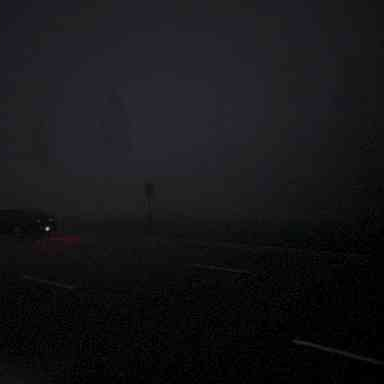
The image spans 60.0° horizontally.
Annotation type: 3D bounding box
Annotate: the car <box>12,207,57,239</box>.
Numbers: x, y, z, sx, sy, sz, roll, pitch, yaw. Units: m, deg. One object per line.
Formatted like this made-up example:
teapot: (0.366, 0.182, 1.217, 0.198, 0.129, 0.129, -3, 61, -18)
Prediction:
car: (-9.375, 1.573, 17.567, 4.892, 1.490, 1.837, 0, 0, 25)

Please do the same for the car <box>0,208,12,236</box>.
car: (-10.742, 1.306, 14.414, 5.566, 2.045, 2.150, 0, 0, 25)
